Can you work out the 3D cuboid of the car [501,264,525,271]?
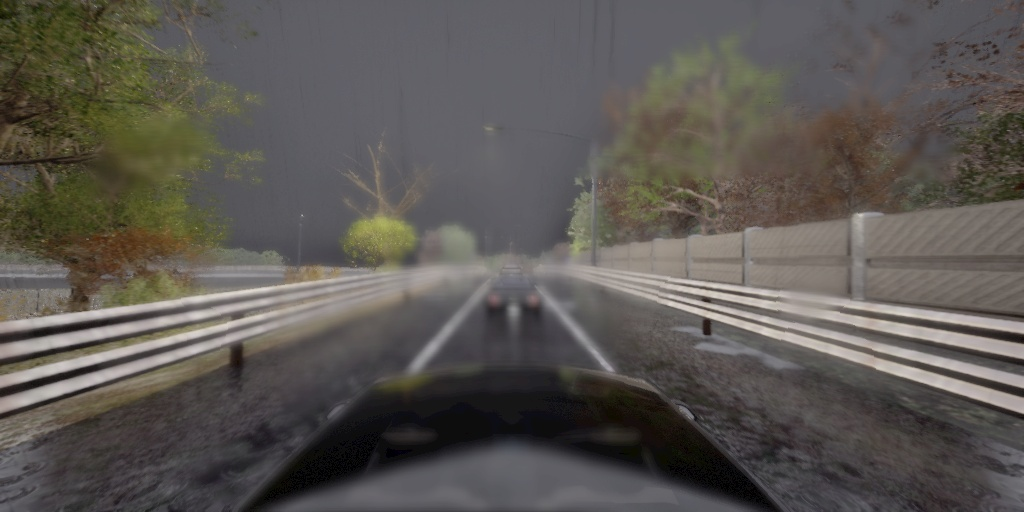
[{"bbox_3d":[0.111,1.428,30.650,2.128,1.511,4.902,0,-1,0],"label":"car"}]

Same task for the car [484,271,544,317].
[{"bbox_3d":[0.075,1.395,13.391,1.895,1.301,4.718,0,0,0],"label":"car"}]
